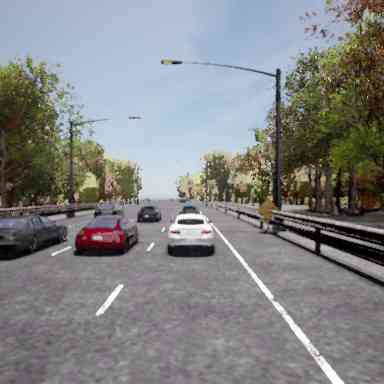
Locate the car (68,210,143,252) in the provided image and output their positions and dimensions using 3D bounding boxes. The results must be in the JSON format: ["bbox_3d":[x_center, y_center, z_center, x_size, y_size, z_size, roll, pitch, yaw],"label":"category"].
[{"bbox_3d":[-3.553,1.712,14.525,1.994,1.385,4.181,0,-1,0],"label":"car"}]

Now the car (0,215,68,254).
[{"bbox_3d":[-7.049,1.691,14.192,2.033,1.411,5.357,0,-1,0],"label":"car"}]

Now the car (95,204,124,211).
[{"bbox_3d":[-7.252,1.808,29.508,2.128,1.511,4.902,0,-1,-1],"label":"car"}]

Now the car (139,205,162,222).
[{"bbox_3d":[-3.753,1.843,29.665,1.812,1.442,4.674,0,-1,-1],"label":"car"}]

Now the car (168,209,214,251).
[{"bbox_3d":[-0.049,1.675,14.653,1.812,1.442,4.674,0,0,0],"label":"car"}]

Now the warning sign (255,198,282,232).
[{"bbox_3d":[4.438,1.316,19.407,1.300,1.860,1.060,-1,-1,-1],"label":"warning sign"}]

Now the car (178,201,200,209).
[{"bbox_3d":[-0.254,1.845,29.728,1.812,1.442,4.674,0,-1,-1],"label":"car"}]
